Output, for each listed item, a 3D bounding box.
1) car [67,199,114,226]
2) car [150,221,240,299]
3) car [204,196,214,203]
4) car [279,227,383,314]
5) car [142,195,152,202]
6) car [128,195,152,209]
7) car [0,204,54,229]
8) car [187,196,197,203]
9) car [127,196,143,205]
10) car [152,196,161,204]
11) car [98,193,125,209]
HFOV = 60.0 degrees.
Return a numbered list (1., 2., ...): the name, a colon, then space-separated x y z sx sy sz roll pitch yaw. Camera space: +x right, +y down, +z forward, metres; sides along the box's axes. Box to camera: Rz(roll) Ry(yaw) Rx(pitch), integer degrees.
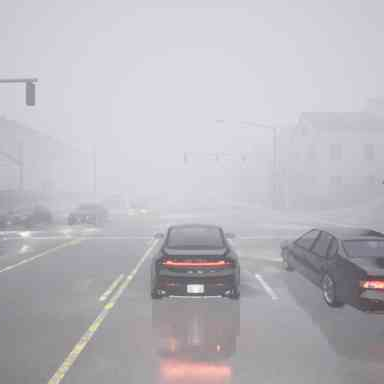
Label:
1. car: -7.095 1.505 23.189 1.837 1.490 4.892 0 0 0
2. car: 0.078 1.505 8.448 1.837 1.490 4.892 0 0 0
3. car: 3.517 1.545 69.213 2.033 1.411 5.357 0 0 0
4. car: 3.577 1.547 7.871 2.033 1.411 5.357 0 0 0
5. car: -10.479 1.458 77.522 1.837 1.490 4.892 0 0 0
6. car: -7.087 1.478 45.228 1.882 1.535 5.008 0 0 0
7. car: -10.595 1.526 21.575 1.812 1.442 4.674 0 0 0
8. car: 0.019 1.547 69.214 2.033 1.411 5.357 0 0 0
9. car: -10.538 1.547 62.137 2.033 1.411 5.357 0 0 1
10. car: -7.036 1.507 63.647 1.837 1.490 4.892 0 -1 0
11. car: -10.588 1.221 45.292 2.150 2.045 5.566 0 0 0
